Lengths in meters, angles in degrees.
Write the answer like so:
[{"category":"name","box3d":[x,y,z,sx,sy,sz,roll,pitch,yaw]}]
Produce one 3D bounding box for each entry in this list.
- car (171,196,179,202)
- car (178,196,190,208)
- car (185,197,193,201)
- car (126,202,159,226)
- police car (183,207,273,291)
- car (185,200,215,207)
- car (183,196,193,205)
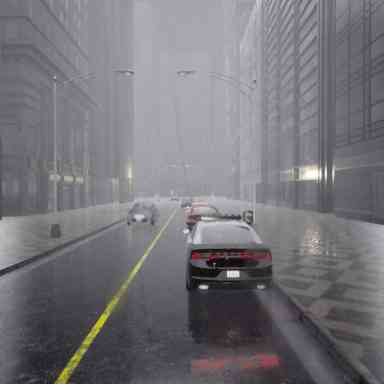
[{"category":"car","box3d":[-3.937,1.545,77.053,2.033,1.411,5.357,0,0,-1]},{"category":"car","box3d":[-0.557,1.598,46.676,1.895,1.301,4.718,0,0,0]},{"category":"car","box3d":[0.591,1.453,25.267,1.801,1.575,5.366,0,0,-1]},{"category":"car","box3d":[-3.389,1.489,23.574,2.128,1.511,4.902,0,0,-1]},{"category":"police car","box3d":[0.787,1.424,9.188,1.930,1.638,5.238,0,0,-1]},{"category":"car","box3d":[0.666,1.476,19.077,1.882,1.535,5.008,0,0,-1]},{"category":"car","box3d":[-0.733,1.523,60.289,1.812,1.442,4.674,0,0,-1]}]
